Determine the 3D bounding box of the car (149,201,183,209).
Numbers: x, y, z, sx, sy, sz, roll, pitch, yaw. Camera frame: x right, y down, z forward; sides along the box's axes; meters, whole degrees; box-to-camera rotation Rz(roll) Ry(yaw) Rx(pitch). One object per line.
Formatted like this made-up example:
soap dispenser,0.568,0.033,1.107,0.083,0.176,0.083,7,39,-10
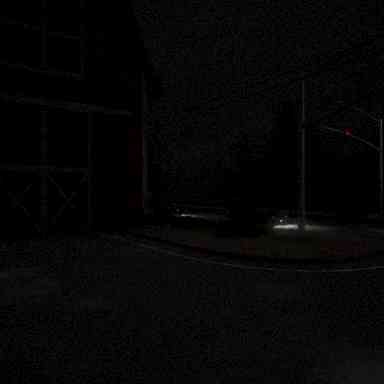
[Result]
car,-2.639,1.810,37.324,1.994,1.385,4.181,0,0,-34

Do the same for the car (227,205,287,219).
car,4.948,1.724,26.249,2.033,1.411,5.357,0,0,-34

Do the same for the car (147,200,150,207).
car,-7.323,1.893,50.704,1.994,1.385,4.181,0,0,-34
